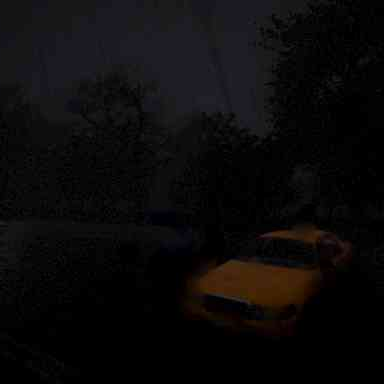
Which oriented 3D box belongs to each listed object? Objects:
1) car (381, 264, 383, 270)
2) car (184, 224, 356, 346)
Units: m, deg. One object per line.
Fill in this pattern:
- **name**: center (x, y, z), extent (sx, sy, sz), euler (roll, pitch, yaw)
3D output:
- **car**: center (4.311, 1.462, 5.202), extent (2.231, 1.521, 4.892), euler (0, 0, 36)
- **car**: center (1.946, 1.454, 6.656), extent (1.946, 1.575, 5.366), euler (0, 0, 36)
